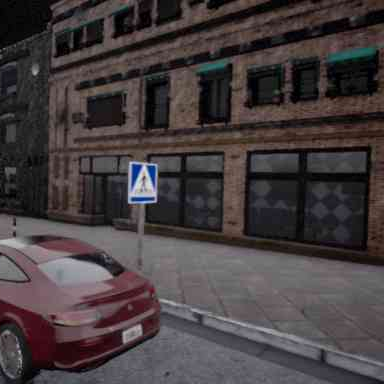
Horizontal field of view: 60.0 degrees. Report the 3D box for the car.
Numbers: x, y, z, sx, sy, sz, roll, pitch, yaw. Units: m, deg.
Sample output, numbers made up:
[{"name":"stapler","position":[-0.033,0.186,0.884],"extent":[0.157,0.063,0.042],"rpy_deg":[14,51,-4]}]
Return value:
[{"name":"car","position":[-2.559,1.418,5.212],"extent":[4.674,1.442,1.812],"rpy_deg":[2,1,36]}]
